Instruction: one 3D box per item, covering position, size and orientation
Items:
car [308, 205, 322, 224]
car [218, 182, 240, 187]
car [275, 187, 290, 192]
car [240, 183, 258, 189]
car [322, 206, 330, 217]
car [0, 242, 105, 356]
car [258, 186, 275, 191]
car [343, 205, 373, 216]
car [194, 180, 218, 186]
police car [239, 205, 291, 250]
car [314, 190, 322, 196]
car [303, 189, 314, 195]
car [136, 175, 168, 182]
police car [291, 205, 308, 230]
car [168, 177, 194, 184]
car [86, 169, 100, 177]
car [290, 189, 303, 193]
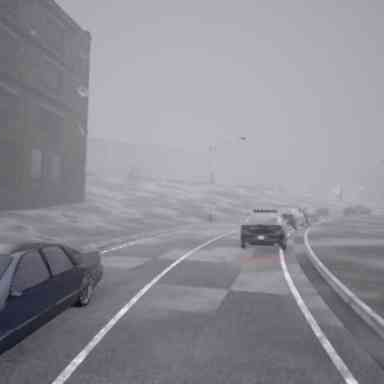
[{"bbox_3d":[9.712,1.992,29.310,1.837,1.490,4.892,-2,-3,32],"label":"car"},{"bbox_3d":[6.419,-1.273,66.214,5.008,1.535,2.097,4,-6,-35],"label":"car"},{"bbox_3d":[19.642,-0.288,76.480,4.674,1.452,2.002,4,-6,-39],"label":"car"},{"bbox_3d":[10.850,-1.094,69.510,4.553,1.767,2.185,4,-6,-36],"label":"car"},{"bbox_3d":[16.491,2.542,44.228,5.008,1.535,1.882,2,-5,-42],"label":"car"},{"bbox_3d":[-3.155,1.594,5.501,2.033,1.411,5.357,0,-1,6],"label":"car"},{"bbox_3d":[15.361,-0.616,73.012,4.792,1.488,2.163,4,-6,-38],"label":"car"},{"bbox_3d":[22.281,2.484,44.709,4.892,1.490,1.837,1,-4,-34],"label":"car"},{"bbox_3d":[1.899,-1.530,63.006,4.674,1.452,2.002,4,-6,-34],"label":"car"},{"bbox_3d":[3.445,1.615,15.542,1.930,1.638,5.238,-1,-1,17],"label":"police car"},{"bbox_3d":[32.111,0.488,87.514,5.566,2.045,2.435,5,-7,-42],"label":"car"},{"bbox_3d":[27.986,0.227,83.718,4.553,1.767,2.185,5,-7,-41],"label":"car"},{"bbox_3d":[-7.309,-2.114,56.894,4.892,1.521,2.231,3,-5,-33],"label":"car"},{"bbox_3d":[6.964,1.794,24.413,1.930,1.638,5.238,-2,-2,26],"label":"police car"},{"bbox_3d":[-2.688,-1.855,59.901,4.892,1.521,2.231,3,-6,-33],"label":"car"},{"bbox_3d":[-16.479,-2.727,50.954,4.553,1.767,2.185,3,-5,-33],"label":"car"},{"bbox_3d":[23.774,-0.006,79.979,4.892,1.521,2.231,4,-6,-40],"label":"car"}]
